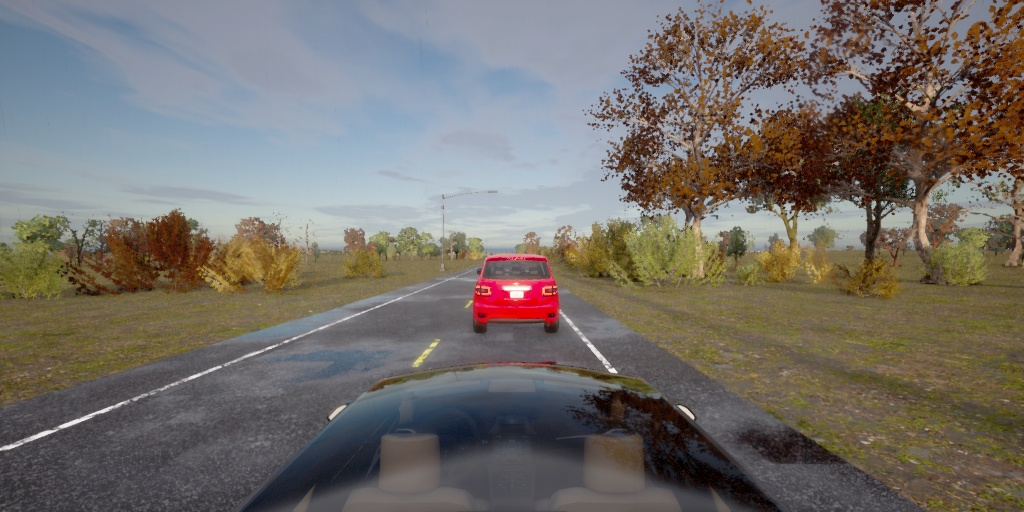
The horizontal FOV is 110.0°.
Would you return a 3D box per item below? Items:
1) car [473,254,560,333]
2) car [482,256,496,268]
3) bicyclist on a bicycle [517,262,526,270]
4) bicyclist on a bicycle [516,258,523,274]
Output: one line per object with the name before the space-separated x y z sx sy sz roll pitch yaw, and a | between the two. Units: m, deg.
car | 0.085 0.968 10.831 2.150 2.045 5.566 0 0 -1
car | -3.948 0.954 62.189 2.150 2.045 5.566 0 0 0
bicyclist on a bicycle | 0.880 1.110 30.010 0.659 1.776 1.843 0 0 0
bicyclist on a bicycle | 0.812 1.107 40.022 0.659 1.776 1.843 0 0 0
